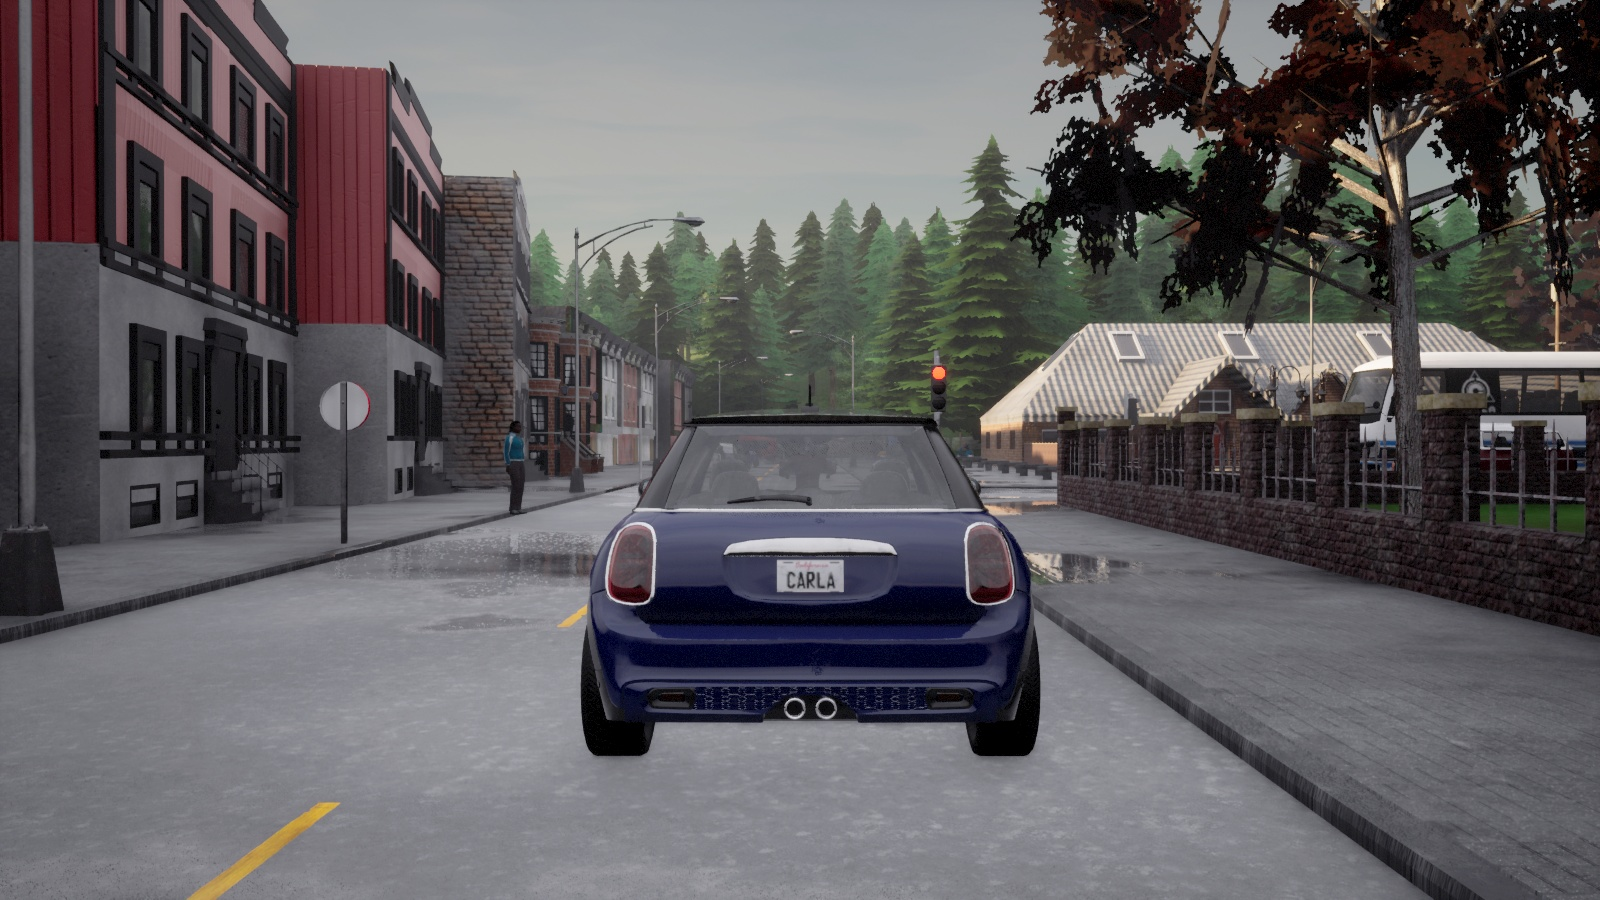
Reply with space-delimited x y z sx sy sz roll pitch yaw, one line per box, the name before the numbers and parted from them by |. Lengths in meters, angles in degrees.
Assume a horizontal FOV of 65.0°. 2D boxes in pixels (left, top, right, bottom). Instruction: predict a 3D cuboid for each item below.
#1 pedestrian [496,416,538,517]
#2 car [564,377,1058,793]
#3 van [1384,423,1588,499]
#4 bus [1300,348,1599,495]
pedestrian | -5.528 0.317 24.528 0.692 1.930 0.396 0 0 27
car | 0.057 0.562 7.614 2.097 1.767 4.553 0 0 0
van | 18.721 0.291 34.419 4.480 2.038 2.069 0 0 -1
bus | 21.245 -0.830 38.441 10.273 4.253 3.944 0 0 0
